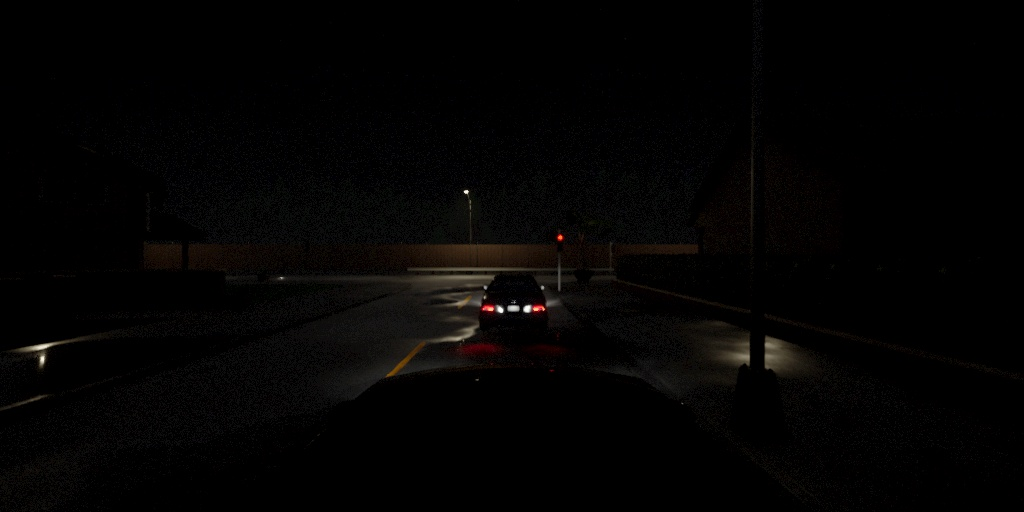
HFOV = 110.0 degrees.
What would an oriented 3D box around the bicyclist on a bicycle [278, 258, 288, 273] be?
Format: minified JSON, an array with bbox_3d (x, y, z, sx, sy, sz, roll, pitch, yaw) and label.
[{"bbox_3d":[-23.976,0.999,37.581,0.582,1.620,1.656,0,0,0],"label":"bicyclist on a bicycle"}]

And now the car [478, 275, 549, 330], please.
[{"bbox_3d":[0.056,1.272,10.930,2.033,1.411,5.357,0,0,1],"label":"car"}]
